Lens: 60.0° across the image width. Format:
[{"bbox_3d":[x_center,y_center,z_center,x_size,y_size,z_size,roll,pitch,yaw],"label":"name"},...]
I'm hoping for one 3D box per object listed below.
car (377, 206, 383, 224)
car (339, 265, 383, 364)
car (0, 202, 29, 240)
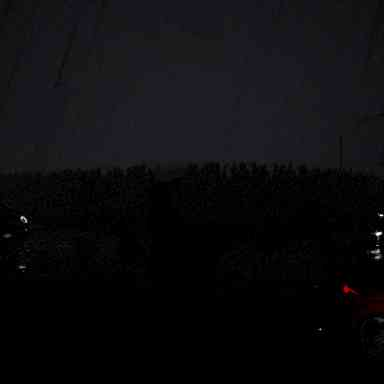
[{"bbox_3d":[14.015,1.409,22.775,1.837,1.490,4.892,0,0,39],"label":"car"},{"bbox_3d":[4.139,1.558,4.139,4.181,1.385,1.994,0,0,39],"label":"car"},{"bbox_3d":[-9.259,1.190,15.026,4.553,1.767,2.097,1,0,39],"label":"car"}]
